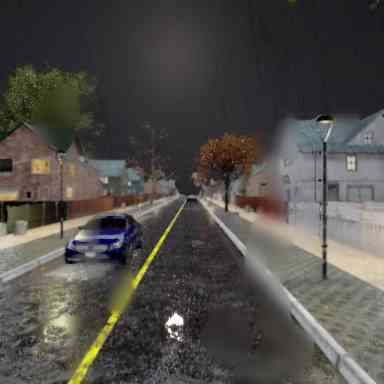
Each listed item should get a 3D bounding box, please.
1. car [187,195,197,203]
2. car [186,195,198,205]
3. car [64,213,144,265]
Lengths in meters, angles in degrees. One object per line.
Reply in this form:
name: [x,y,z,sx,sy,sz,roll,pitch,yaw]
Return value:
car: [-0.016,1.346,67.592,1.812,1.442,4.674,0,0,0]
car: [-0.014,1.327,57.202,1.882,1.535,5.008,0,0,0]
car: [-2.830,1.485,11.635,1.812,1.442,4.674,0,0,0]
